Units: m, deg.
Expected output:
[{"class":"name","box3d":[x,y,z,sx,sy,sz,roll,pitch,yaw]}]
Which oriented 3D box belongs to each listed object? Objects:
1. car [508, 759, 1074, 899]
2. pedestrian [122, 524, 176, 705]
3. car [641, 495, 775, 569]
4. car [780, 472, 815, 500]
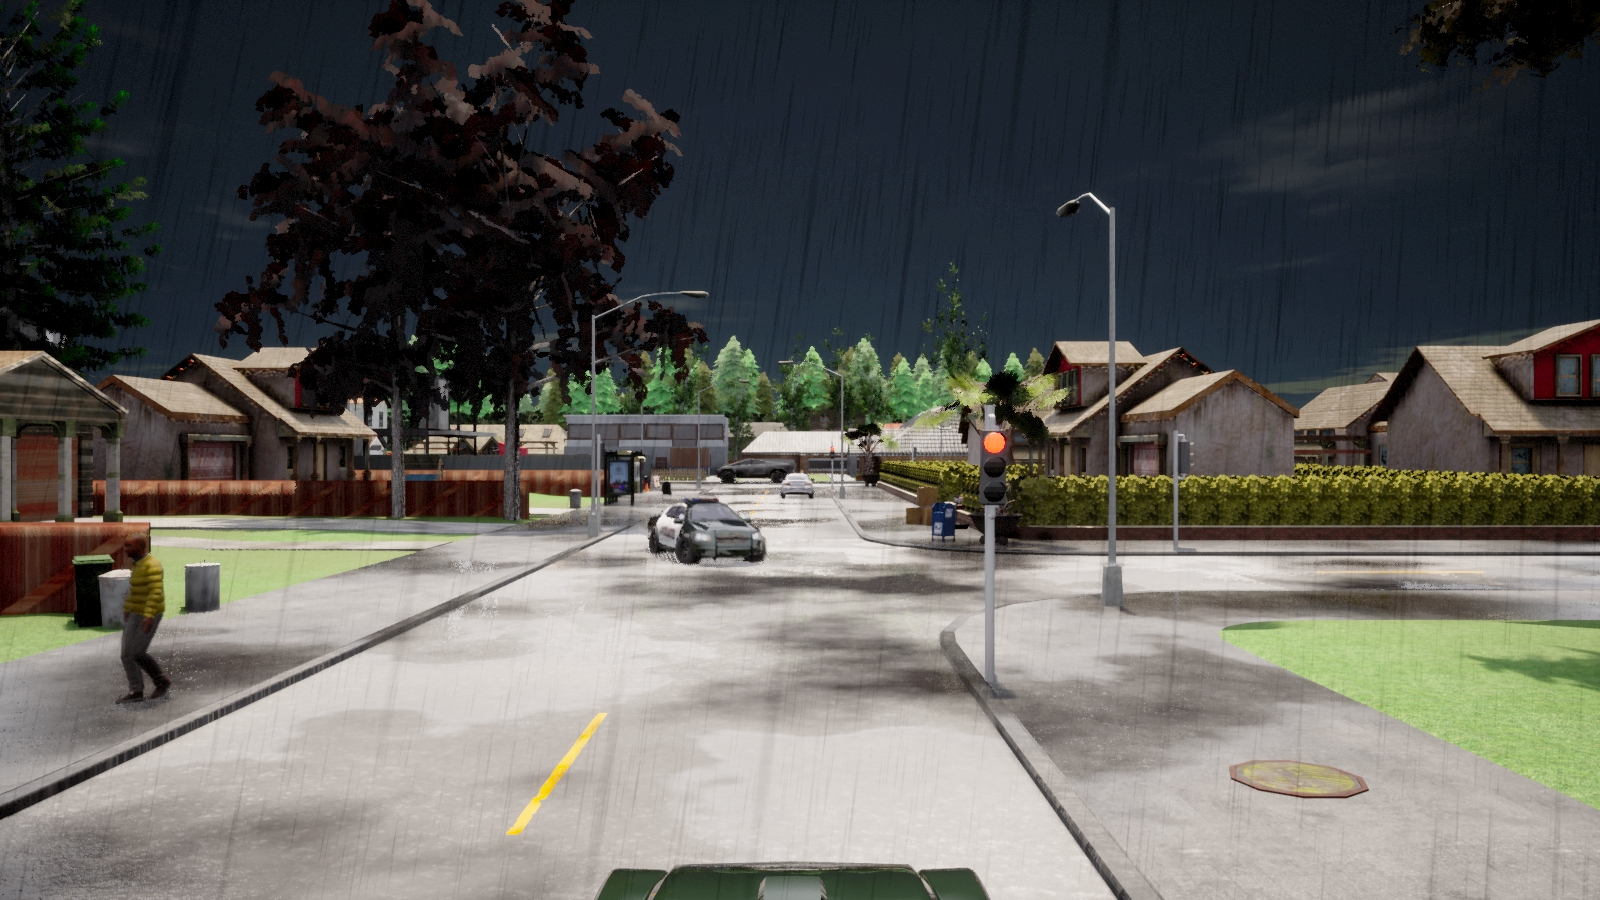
[{"class":"car","box3d":[-0.028,2.155,3.193,1.895,1.301,4.718,0,0,0]},{"class":"pedestrian","box3d":[-6.984,1.746,12.256,0.375,1.860,0.375,0,0,33]},{"class":"car","box3d":[-2.491,2.037,29.549,2.038,1.542,4.974,1,0,-22]},{"class":"car","box3d":[-0.164,2.081,66.907,2.002,1.442,4.674,0,0,0]}]
